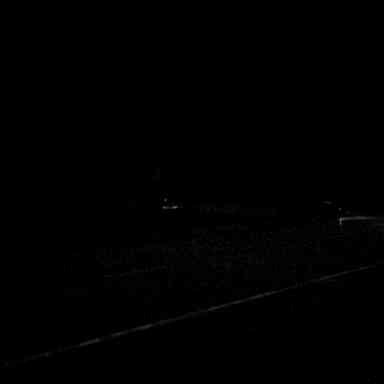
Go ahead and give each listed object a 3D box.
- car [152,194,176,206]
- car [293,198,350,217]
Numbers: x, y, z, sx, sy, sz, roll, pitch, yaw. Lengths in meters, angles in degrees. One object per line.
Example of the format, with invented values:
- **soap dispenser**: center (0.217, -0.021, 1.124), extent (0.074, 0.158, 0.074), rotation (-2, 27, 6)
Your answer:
- **car**: center (-4.194, 1.059, 46.723), extent (2.097, 1.767, 4.553), rotation (-1, 0, -38)
- **car**: center (10.733, 1.281, 27.795), extent (1.812, 1.442, 4.674), rotation (-1, 2, -38)
